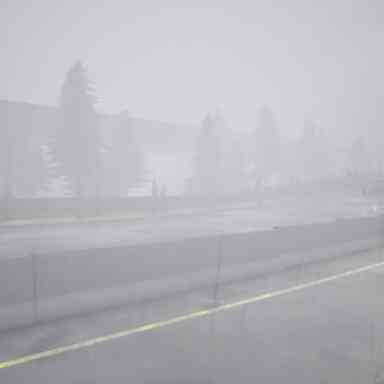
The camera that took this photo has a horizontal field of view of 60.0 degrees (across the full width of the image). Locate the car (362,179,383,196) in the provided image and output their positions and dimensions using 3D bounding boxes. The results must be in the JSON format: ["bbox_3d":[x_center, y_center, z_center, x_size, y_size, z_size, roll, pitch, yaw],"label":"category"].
[{"bbox_3d":[19.860,-0.530,35.199,4.902,1.511,2.128,-8,5,-35],"label":"car"}]
